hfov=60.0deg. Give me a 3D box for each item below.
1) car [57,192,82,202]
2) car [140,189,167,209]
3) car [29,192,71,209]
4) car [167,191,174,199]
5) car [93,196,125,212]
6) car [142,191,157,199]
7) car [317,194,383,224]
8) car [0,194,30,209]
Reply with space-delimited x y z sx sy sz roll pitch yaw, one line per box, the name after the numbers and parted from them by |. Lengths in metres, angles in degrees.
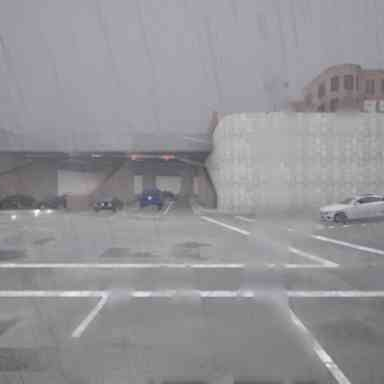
-18.745 0.735 51.011 2.128 1.511 4.902 0 1 -1 | car
-4.190 0.695 35.402 2.150 2.045 5.566 0 1 -1 | car
-14.860 1.020 35.548 2.033 1.411 5.357 0 1 -1 | car
-4.843 0.503 66.627 2.128 1.511 4.902 0 1 6 | car
-7.625 1.089 30.824 2.033 1.411 5.357 0 1 0 | car
-8.390 0.523 66.118 1.837 1.490 4.892 0 1 6 | car
9.687 0.909 19.265 4.674 1.442 1.812 -5 1 0 | car
-18.348 0.957 35.137 1.882 1.535 5.008 0 1 -1 | car
